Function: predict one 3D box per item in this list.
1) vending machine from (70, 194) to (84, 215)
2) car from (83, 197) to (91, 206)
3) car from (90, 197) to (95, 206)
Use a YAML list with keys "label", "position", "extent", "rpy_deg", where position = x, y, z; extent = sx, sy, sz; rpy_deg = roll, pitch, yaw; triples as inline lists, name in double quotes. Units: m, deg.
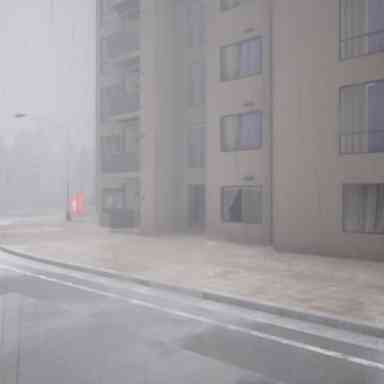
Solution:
- label: "vending machine"
  position: [-11.540, 1.258, 33.393]
  extent: [1.100, 2.100, 0.880]
  rpy_deg: [0, 0, 11]
- label: "car"
  position: [-17.317, 1.578, 55.303]
  extent: [1.882, 1.535, 5.008]
  rpy_deg: [0, 0, 36]
- label: "car"
  position: [-13.820, 1.657, 54.175]
  extent: [1.994, 1.385, 4.181]
  rpy_deg: [0, 0, 36]
